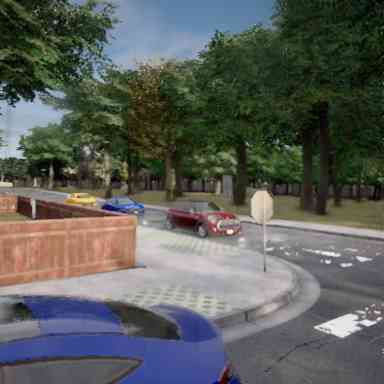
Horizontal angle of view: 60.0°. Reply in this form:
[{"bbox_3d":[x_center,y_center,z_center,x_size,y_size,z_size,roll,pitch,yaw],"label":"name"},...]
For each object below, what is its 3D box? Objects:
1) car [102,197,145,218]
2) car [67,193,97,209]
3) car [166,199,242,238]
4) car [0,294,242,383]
[{"bbox_3d":[-5.379,1.150,25.694,1.882,1.535,5.008,-1,2,-35],"label":"car"},{"bbox_3d":[-11.401,0.897,34.196,1.882,1.535,5.008,-1,2,-35],"label":"car"},{"bbox_3d":[0.503,1.230,17.404,2.097,1.767,4.553,-1,2,-35],"label":"car"},{"bbox_3d":[-1.714,1.523,2.012,4.674,1.442,1.812,1,0,-37],"label":"car"}]
